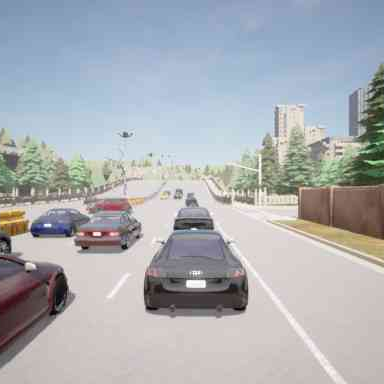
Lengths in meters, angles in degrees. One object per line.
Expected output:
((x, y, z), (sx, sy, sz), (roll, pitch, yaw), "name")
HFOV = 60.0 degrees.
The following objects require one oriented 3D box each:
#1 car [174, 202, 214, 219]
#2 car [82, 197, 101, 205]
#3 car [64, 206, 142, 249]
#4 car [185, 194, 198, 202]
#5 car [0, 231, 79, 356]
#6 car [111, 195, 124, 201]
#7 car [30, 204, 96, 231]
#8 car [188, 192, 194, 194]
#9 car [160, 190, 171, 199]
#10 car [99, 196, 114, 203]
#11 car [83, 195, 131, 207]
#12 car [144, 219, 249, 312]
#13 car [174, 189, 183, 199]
((0.084, 1.478, 16.770), (1.882, 1.535, 5.008), (0, 0, 0), "car")
((-17.617, 1.564, 58.642), (1.994, 1.385, 4.181), (0, 0, 0), "car")
((-3.408, 1.547, 14.412), (2.033, 1.411, 5.357), (0, 0, 0), "car")
((-0.017, 1.507, 53.428), (1.837, 1.490, 4.892), (-2, 1, -2), "car")
((-3.406, 1.564, 4.864), (1.994, 1.385, 4.181), (0, 0, 0), "car")
((-17.640, 1.477, 78.954), (1.895, 1.301, 4.718), (0, 1, 0), "car")
((-6.918, 1.564, 17.972), (1.994, 1.385, 4.181), (0, 0, 0), "car")
((-0.227, 0.734, 92.211), (1.994, 1.385, 4.181), (0, 4, 0), "car")
((-7.192, 1.024, 86.944), (1.882, 1.535, 5.008), (0, 3, 0), "car")
((-17.577, 1.594, 68.712), (1.895, 1.301, 4.718), (0, 0, 0), "car")
((-8.500, 1.352, 33.778), (4.553, 1.767, 2.097), (0, 0, -34), "car")
((0.088, 1.564, 7.780), (1.994, 1.385, 4.181), (0, 0, 1), "car")
((-3.692, 0.903, 86.930), (2.097, 1.767, 4.553), (0, 3, 0), "car")
